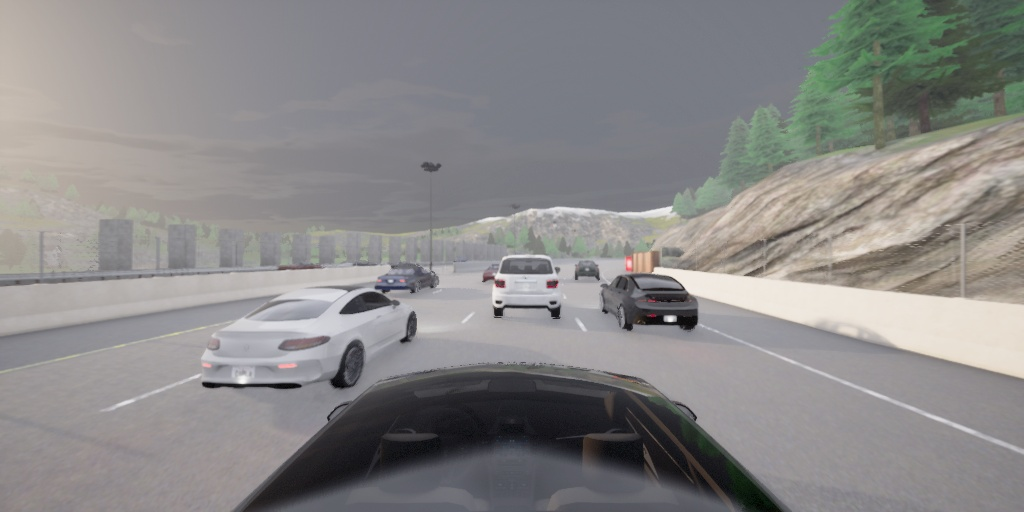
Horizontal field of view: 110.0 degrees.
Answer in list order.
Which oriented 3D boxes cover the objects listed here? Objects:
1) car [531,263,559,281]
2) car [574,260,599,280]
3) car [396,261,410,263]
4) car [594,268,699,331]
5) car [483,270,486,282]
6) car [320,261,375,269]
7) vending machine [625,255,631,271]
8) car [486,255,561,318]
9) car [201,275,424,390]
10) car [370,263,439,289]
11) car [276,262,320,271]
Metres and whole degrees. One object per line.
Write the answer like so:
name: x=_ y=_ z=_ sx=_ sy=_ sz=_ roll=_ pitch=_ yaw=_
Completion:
car: x=2.902 y=1.347 z=30.908 sx=1.994 sy=1.385 sz=4.181 roll=0 pitch=0 yaw=10
car: x=6.711 y=1.147 z=32.252 sx=2.097 sy=1.767 sz=4.553 roll=0 pitch=0 yaw=11
car: x=-14.968 y=1.354 z=48.220 sx=1.895 sy=1.301 sz=4.718 roll=0 pitch=0 yaw=15
car: x=3.979 y=1.273 z=11.098 sx=1.837 sy=1.490 sz=4.892 roll=0 pitch=0 yaw=3
car: x=-1.021 y=1.335 z=28.819 sx=1.994 sy=1.385 sz=4.181 roll=0 pitch=0 yaw=9
car: x=-14.787 y=1.265 z=32.608 sx=1.812 sy=1.442 sz=4.674 roll=0 pitch=0 yaw=10
vending machine: x=16.245 y=1.030 z=49.909 sx=1.100 sy=2.100 sz=0.880 roll=0 pitch=0 yaw=18
car: x=0.600 y=0.983 z=13.184 sx=2.150 sy=2.045 sz=5.566 roll=0 pitch=0 yaw=4
car: x=-3.247 y=1.272 z=6.728 sx=1.812 sy=1.442 sz=4.674 roll=0 pitch=0 yaw=2
car: x=-5.771 y=1.299 z=20.362 sx=2.033 sy=1.411 sz=5.357 roll=0 pitch=0 yaw=6
car: x=-23.968 y=1.324 z=40.497 sx=1.895 sy=1.301 sz=4.718 roll=0 pitch=0 yaw=12
